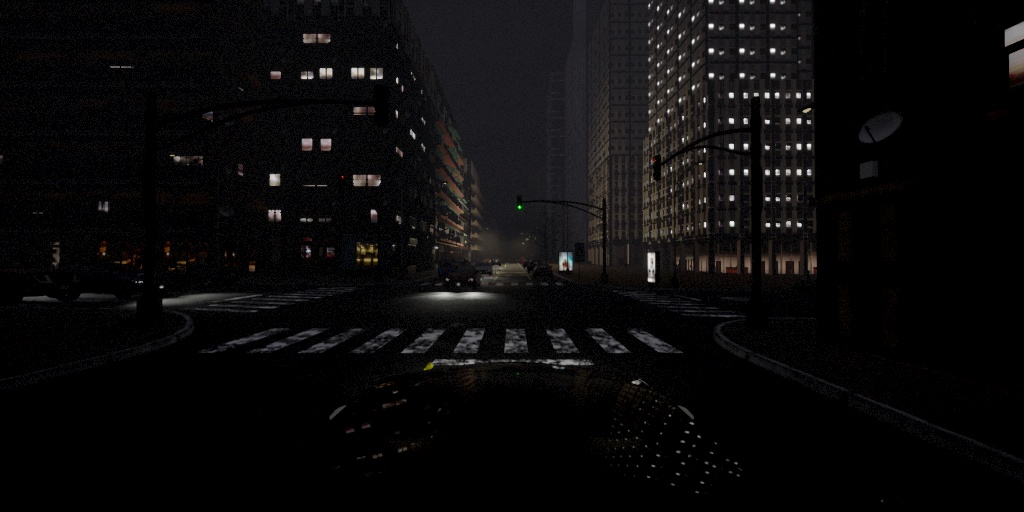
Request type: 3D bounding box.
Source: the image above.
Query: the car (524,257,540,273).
[{"bbox_3d":[2.794,1.211,43.537,1.967,1.591,4.097,0,0,0],"label":"car"}]

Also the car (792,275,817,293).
[{"bbox_3d":[19.442,1.646,21.671,4.403,1.370,2.007,0,0,0],"label":"car"}]

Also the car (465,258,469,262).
[{"bbox_3d":[-5.600,1.082,38.030,2.192,1.841,5.009,0,0,0],"label":"car"}]

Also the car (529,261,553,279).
[{"bbox_3d":[2.767,1.346,32.481,1.802,1.307,4.207,0,0,0],"label":"car"}]

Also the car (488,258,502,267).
[{"bbox_3d":[-2.846,1.205,65.337,2.128,1.511,4.902,0,0,0],"label":"car"}]

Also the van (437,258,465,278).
[{"bbox_3d":[-5.614,1.105,32.502,1.690,1.789,3.998,0,0,0],"label":"van"}]

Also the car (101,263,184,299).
[{"bbox_3d":[-17.582,1.034,15.601,4.674,1.442,1.812,1,0,0],"label":"car"}]

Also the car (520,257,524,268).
[{"bbox_3d":[2.835,1.226,60.119,1.967,1.591,4.097,0,0,0],"label":"car"}]

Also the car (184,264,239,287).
[{"bbox_3d":[-18.745,1.105,21.361,4.313,1.339,1.948,0,0,0],"label":"car"}]

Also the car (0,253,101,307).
[{"bbox_3d":[-18.745,0.785,12.980,5.009,1.841,2.192,0,0,0],"label":"car"}]

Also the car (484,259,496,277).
[{"bbox_3d":[-2.914,1.301,36.382,1.812,1.442,4.674,0,0,0],"label":"car"}]

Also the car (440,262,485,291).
[{"bbox_3d":[-2.949,1.289,22.112,1.812,1.442,4.674,0,0,0],"label":"car"}]
